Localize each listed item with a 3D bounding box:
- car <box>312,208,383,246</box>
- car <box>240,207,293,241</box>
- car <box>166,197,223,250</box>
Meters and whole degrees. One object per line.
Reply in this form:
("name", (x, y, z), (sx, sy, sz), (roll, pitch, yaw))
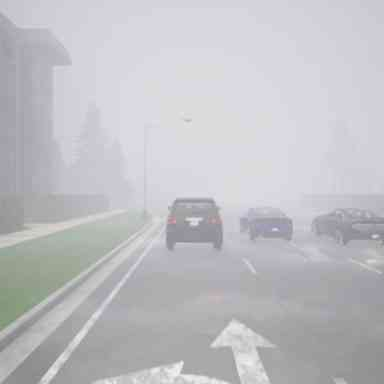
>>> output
("car", (7.098, 1.499, 15.300), (2.128, 1.511, 4.902), (0, 0, 0))
("car", (3.603, 1.486, 16.880), (1.882, 1.535, 5.008), (0, 0, 0))
("car", (0.097, 1.228, 14.511), (2.150, 2.045, 5.566), (0, 0, 0))
